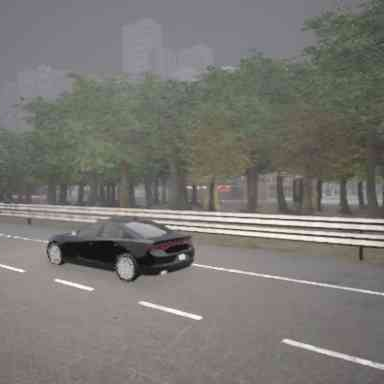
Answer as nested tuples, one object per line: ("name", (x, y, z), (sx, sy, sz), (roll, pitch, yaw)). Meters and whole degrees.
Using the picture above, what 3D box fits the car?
("car", (-2.266, 1.497, 9.787), (5.008, 1.535, 1.882), (0, 0, 36))
